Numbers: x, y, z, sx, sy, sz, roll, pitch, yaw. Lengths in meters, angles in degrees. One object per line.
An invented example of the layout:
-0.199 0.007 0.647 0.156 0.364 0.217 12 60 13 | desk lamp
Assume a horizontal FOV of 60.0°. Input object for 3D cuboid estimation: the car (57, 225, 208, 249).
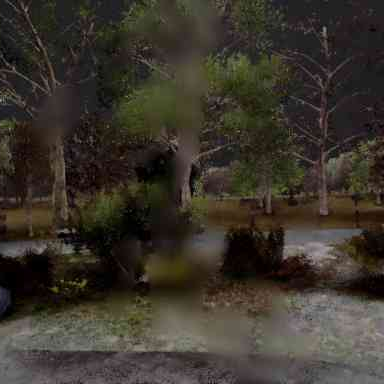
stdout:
-2.150 1.189 12.120 5.357 1.411 2.033 -3 0 -4 | car
